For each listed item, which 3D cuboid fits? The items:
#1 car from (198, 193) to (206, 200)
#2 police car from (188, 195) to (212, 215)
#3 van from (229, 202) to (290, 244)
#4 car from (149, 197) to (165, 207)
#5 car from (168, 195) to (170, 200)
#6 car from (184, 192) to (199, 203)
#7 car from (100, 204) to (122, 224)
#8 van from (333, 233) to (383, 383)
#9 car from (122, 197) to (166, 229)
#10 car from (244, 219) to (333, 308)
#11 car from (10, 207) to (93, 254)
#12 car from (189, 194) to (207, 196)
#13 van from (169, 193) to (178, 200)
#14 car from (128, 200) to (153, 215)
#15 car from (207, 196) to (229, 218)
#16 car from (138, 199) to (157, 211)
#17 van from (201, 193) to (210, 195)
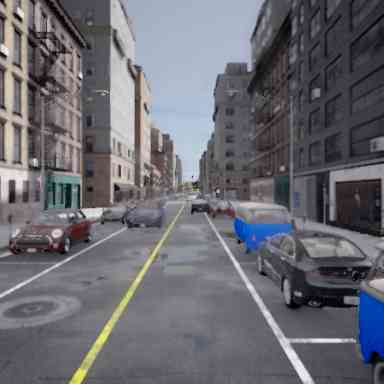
[{"bbox_3d":[2.708,1.316,94.644,2.192,1.841,5.009,0,0,0],"label":"car"},{"bbox_3d":[0.827,1.428,34.197,1.930,1.638,5.238,0,0,0],"label":"police car"},{"bbox_3d":[2.637,1.339,13.185,1.690,1.788,3.998,0,0,0],"label":"van"},{"bbox_3d":[-5.386,1.549,51.762,1.887,1.381,4.507,0,0,0],"label":"car"},{"bbox_3d":[-5.386,1.570,57.273,1.947,1.339,4.313,0,0,0],"label":"car"},{"bbox_3d":[-0.001,1.168,68.177,2.150,2.045,5.566,0,0,0],"label":"car"},{"bbox_3d":[-5.387,1.550,24.206,2.008,1.369,4.403,0,0,0],"label":"car"},{"bbox_3d":[2.637,1.340,2.163,1.690,1.788,3.998,0,0,0],"label":"van"},{"bbox_3d":[-2.847,1.351,21.489,2.097,1.767,4.553,0,0,0],"label":"car"},{"bbox_3d":[2.637,1.549,7.674,2.008,1.369,4.403,0,0,0],"label":"car"},{"bbox_3d":[-5.387,1.438,13.185,1.967,1.590,4.097,0,0,0],"label":"car"},{"bbox_3d":[0.827,1.460,44.278,1.801,1.575,5.366,0,0,0],"label":"car"},{"bbox_3d":[-5.404,1.342,89.237,1.690,1.788,3.998,0,0,0],"label":"van"},{"bbox_3d":[-5.387,1.547,35.228,1.887,1.381,4.507,0,0,0],"label":"car"},{"bbox_3d":[2.638,1.441,29.717,1.967,1.590,4.097,0,0,0],"label":"car"},{"bbox_3d":[-5.386,1.585,40.740,1.802,1.307,4.206,0,0,0],"label":"car"},{"bbox_3d":[2.639,1.345,51.761,1.690,1.788,3.998,0,0,0],"label":"van"}]
